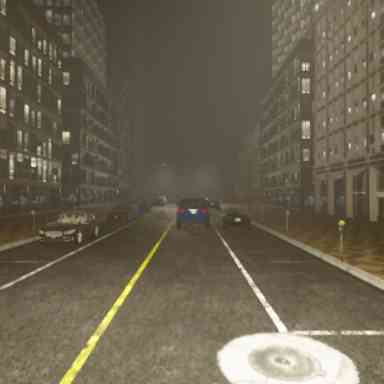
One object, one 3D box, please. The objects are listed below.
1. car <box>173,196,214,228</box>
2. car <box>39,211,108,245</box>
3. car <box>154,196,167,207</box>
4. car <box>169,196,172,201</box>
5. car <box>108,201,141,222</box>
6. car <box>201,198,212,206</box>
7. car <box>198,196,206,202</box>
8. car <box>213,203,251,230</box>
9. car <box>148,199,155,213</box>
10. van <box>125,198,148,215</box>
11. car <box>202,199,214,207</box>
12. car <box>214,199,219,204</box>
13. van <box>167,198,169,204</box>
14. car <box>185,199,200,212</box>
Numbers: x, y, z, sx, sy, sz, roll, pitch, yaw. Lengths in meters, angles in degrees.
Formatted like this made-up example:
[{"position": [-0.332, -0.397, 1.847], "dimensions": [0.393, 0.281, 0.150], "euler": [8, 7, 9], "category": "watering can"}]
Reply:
[{"position": [0.092, 1.325, 22.911], "dimensions": [2.150, 2.045, 5.566], "euler": [0, 0, 0], "category": "car"}, {"position": [-5.693, 1.621, 15.845], "dimensions": [2.008, 1.369, 4.403], "euler": [0, 0, 0], "category": "car"}, {"position": [-5.705, 1.673, 55.690], "dimensions": [1.967, 1.590, 4.097], "euler": [0, 0, 0], "category": "car"}, {"position": [-5.709, 1.843, 67.075], "dimensions": [1.947, 1.339, 4.313], "euler": [0, 0, 0], "category": "car"}, {"position": [-5.696, 1.664, 27.229], "dimensions": [1.887, 1.381, 4.507], "euler": [0, 0, 0], "category": "car"}, {"position": [2.673, 1.782, 61.541], "dimensions": [1.752, 1.417, 4.829], "euler": [0, 0, 0], "category": "car"}, {"position": [2.664, 1.802, 89.830], "dimensions": [1.967, 1.590, 4.097], "euler": [0, 0, 0], "category": "car"}, {"position": [2.686, 1.661, 21.527], "dimensions": [1.947, 1.339, 4.313], "euler": [0, 0, 0], "category": "car"}, {"position": [-5.700, 1.748, 38.614], "dimensions": [1.802, 1.307, 4.206], "euler": [0, 0, 0], "category": "car"}, {"position": [-5.697, 1.484, 32.923], "dimensions": [1.690, 1.788, 3.998], "euler": [0, 0, 0], "category": "van"}, {"position": [2.675, 1.816, 55.678], "dimensions": [1.802, 1.307, 4.206], "euler": [0, 0, 0], "category": "car"}, {"position": [2.680, 1.630, 44.295], "dimensions": [1.967, 1.590, 4.097], "euler": [0, 0, 0], "category": "car"}, {"position": [-5.706, 1.596, 61.384], "dimensions": [1.690, 1.788, 3.998], "euler": [0, 0, 0], "category": "van"}, {"position": [0.084, 1.683, 41.863], "dimensions": [1.837, 1.490, 4.892], "euler": [0, -1, 0], "category": "car"}]
